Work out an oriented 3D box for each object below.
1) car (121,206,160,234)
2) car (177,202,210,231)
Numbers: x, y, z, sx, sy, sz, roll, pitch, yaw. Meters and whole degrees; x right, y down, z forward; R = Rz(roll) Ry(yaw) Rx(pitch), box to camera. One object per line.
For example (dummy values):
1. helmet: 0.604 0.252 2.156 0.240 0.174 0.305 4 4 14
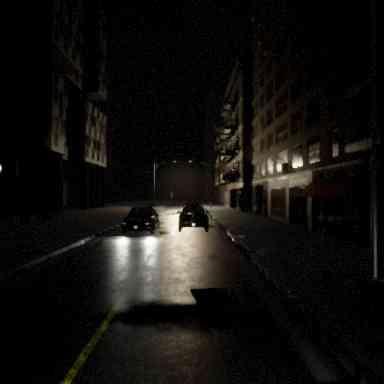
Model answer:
1. car: -3.005 1.653 20.165 1.837 1.490 4.892 0 0 0
2. car: 0.088 1.663 21.741 1.837 1.490 4.892 0 -1 0
